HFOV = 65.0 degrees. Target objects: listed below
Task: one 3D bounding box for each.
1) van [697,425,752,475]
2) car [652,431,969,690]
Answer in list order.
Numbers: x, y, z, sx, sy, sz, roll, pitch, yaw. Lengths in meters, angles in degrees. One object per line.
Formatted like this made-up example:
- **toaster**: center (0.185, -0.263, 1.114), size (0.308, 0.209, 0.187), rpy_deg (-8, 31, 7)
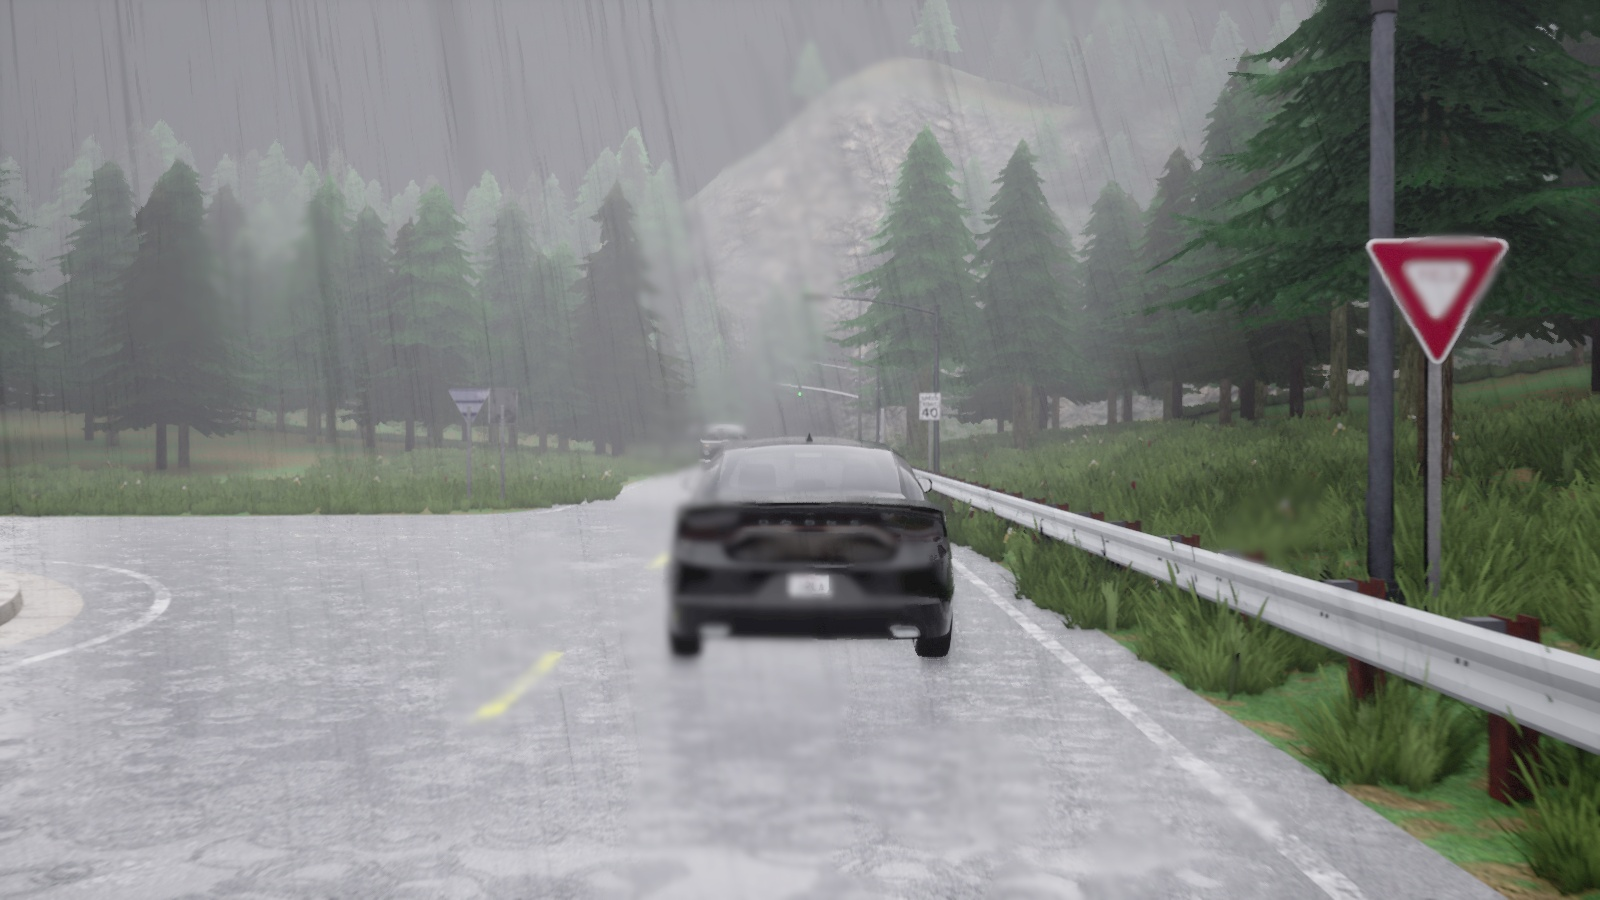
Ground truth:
- **van**: center (-3.180, -0.030, 53.899), size (2.069, 2.038, 4.480), rpy_deg (0, 1, 0)
- **car**: center (0.059, 0.624, 9.995), size (1.882, 1.535, 5.008), rpy_deg (0, 1, 0)
